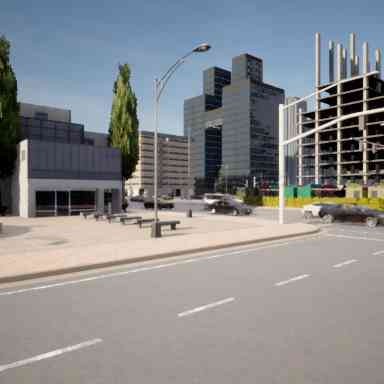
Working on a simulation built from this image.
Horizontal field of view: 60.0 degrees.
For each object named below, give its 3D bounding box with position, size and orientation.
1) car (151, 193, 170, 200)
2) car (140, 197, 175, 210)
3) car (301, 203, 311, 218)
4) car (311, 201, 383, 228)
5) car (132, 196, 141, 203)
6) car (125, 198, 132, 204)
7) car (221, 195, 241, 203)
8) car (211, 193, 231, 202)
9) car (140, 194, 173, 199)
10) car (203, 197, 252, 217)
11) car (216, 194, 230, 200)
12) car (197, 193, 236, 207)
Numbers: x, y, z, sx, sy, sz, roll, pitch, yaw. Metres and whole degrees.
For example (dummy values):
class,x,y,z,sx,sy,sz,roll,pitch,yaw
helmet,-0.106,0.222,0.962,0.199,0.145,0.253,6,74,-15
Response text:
class,x,y,z,sx,sy,sz,roll,pitch,yaw
car,-8.247,1.153,87.357,4.605,1.855,1.932,0,0,-40
car,-4.199,1.601,42.024,1.895,1.301,4.718,0,0,-38
car,11.496,1.526,28.083,1.812,1.442,4.674,0,0,-41
car,11.060,1.492,22.641,2.128,1.511,4.902,0,0,-38
car,-11.147,1.491,68.137,2.128,1.511,4.902,0,0,-38
car,-12.076,1.221,52.084,2.150,2.045,5.566,0,0,-39
car,7.960,1.395,67.782,3.806,1.475,1.970,0,0,-40
car,6.119,1.156,70.017,3.866,1.878,1.905,0,0,-40
car,-5.210,1.478,48.982,1.882,1.535,5.008,0,0,-38
car,3.638,1.506,32.065,1.837,1.490,4.892,0,0,-38
car,8.729,1.395,94.167,3.806,1.475,1.970,0,0,-40
car,3.510,1.220,37.876,2.150,2.045,5.566,0,0,-39
